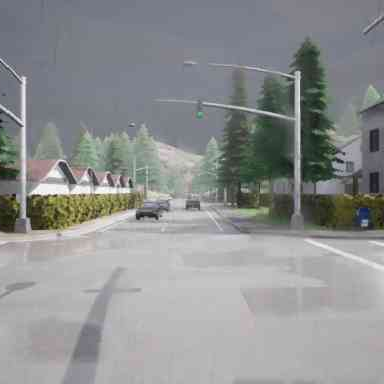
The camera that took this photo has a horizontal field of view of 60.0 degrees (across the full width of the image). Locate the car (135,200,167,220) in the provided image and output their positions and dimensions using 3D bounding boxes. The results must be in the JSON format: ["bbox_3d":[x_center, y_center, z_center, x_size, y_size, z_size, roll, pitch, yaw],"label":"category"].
[{"bbox_3d":[-3.587,1.563,28.612,2.033,1.411,5.357,0,0,0],"label":"car"}]

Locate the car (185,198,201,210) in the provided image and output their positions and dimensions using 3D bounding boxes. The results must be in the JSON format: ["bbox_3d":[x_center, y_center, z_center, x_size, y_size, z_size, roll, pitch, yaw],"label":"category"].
[{"bbox_3d":[0.118,1.528,43.264,1.837,1.490,4.892,0,0,0],"label":"car"}]

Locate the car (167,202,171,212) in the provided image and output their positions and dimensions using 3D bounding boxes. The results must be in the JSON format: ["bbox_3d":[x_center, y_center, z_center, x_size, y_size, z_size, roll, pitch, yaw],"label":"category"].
[{"bbox_3d":[-3.562,1.584,38.530,1.994,1.385,4.181,0,0,1],"label":"car"}]
